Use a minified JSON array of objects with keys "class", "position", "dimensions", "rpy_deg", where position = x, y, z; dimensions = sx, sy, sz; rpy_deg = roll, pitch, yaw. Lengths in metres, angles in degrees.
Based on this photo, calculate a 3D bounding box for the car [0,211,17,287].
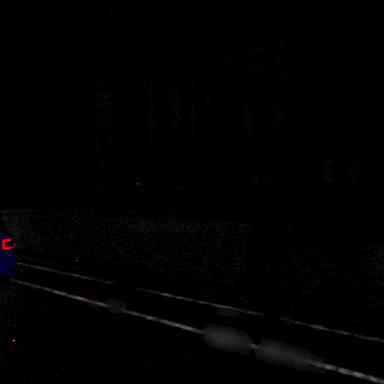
[{"class":"car","position":[-6.668,1.380,8.446],"dimensions":[5.566,2.045,2.150],"rpy_deg":[-1,0,36]}]
